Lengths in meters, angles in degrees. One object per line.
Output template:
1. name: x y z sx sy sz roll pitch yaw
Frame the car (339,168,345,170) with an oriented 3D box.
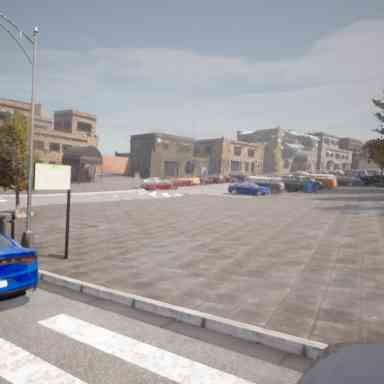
1. car: 35.184 -4.791 84.138 5.008 1.535 2.097 2 5 31

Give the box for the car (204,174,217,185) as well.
1. car: 1.234 -2.023 56.165 4.792 1.488 2.163 2 6 30

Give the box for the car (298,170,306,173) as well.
1. car: 21.595 -3.737 72.991 4.892 1.521 2.231 2 6 30

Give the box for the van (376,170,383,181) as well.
1. van: 37.232 -3.049 62.688 4.442 1.987 1.878 4 7 30

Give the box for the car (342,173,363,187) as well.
1. car: 23.136 -1.689 51.450 4.892 1.521 2.231 4 7 31

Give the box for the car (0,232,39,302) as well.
1. car: -5.390 1.453 7.358 5.008 1.535 1.882 1 0 36

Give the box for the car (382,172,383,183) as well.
1. car: 30.178 -2.258 57.088 4.892 1.521 2.231 4 7 31

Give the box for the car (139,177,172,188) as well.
1. car: -5.517 -1.445 50.491 4.674 1.452 2.002 2 5 30

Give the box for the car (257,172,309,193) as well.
1. car: 11.300 -1.009 42.209 5.566 2.045 2.435 4 7 32

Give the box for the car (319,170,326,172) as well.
1. car: 28.386 -4.249 78.584 4.674 1.452 2.002 2 5 31

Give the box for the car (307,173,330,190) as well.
1. car: 16.026 -1.257 45.910 4.553 1.767 2.185 4 7 32

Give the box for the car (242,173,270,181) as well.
1. car: 12.548 -2.992 65.546 5.008 1.535 2.097 2 5 30

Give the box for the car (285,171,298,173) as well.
1. car: 16.732 -2.498 60.695 4.674 1.442 1.812 -5 7 -40

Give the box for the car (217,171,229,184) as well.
1. car: 3.545 -2.364 58.007 4.553 1.767 2.185 2 6 30

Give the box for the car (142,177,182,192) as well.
1. car: -4.181 -0.841 44.975 4.718 1.301 1.895 -5 7 -40

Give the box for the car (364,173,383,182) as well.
1. car: 34.657 -2.654 60.964 5.366 1.575 1.946 4 7 30

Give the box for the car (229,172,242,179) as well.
1. car: 5.780 -2.430 59.926 5.008 1.535 2.097 2 5 30

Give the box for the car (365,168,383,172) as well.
1. car: 32.531 -2.698 58.939 5.566 2.045 2.435 4 7 30

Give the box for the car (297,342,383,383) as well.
1. car: 3.020 1.547 1.272 5.357 1.411 2.033 0 0 35

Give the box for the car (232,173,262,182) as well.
1. car: 10.458 -2.802 63.576 5.366 1.575 1.946 2 5 30

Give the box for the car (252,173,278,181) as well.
1. car: 14.836 -3.148 67.395 4.792 1.488 2.163 2 5 30

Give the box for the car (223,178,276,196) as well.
1. car: 6.601 -0.387 38.550 5.008 1.535 2.097 4 7 32

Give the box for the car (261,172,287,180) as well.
1. car: 17.065 -3.366 69.280 5.008 1.535 2.097 2 5 30

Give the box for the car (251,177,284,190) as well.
1. car: 10.772 -1.270 47.652 1.837 1.490 4.892 -4 6 -27

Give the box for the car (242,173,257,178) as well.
1. car: 11.234 -2.075 56.458 4.674 1.442 1.812 -4 7 -35

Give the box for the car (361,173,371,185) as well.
1. car: 25.508 -1.848 53.313 4.792 1.488 2.163 4 7 31

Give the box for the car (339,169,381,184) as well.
1. car: 27.862 -2.317 55.160 5.566 2.045 2.435 4 7 31

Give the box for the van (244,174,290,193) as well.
1. van: 9.066 -0.790 40.302 4.442 1.987 1.878 4 7 32

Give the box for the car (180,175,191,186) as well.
1. car: -3.232 -1.644 52.366 4.792 1.488 2.163 2 5 30

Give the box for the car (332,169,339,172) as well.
1. car: 32.924 -4.630 82.277 5.008 1.535 2.097 2 6 31

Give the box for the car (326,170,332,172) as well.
1. car: 30.672 -4.585 80.397 4.553 1.767 2.185 2 6 31

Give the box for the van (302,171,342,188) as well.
1. van: 18.516 -1.535 47.669 4.442 1.987 1.878 4 7 32

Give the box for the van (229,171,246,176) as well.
1. van: 7.937 -2.845 61.838 4.442 1.987 1.878 2 6 30

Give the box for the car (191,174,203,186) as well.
1. car: -0.977 -1.987 54.234 4.553 1.767 2.185 2 6 30
